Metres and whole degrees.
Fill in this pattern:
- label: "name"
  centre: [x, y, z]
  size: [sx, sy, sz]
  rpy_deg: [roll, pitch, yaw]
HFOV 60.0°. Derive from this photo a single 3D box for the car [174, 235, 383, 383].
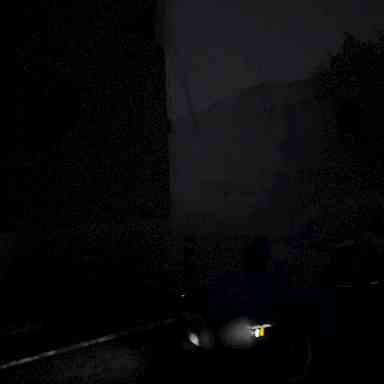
- label: "car"
  centre: [1.931, 1.496, 5.383]
  size: [4.674, 1.442, 1.812]
  rpy_deg: [-1, 0, -35]
